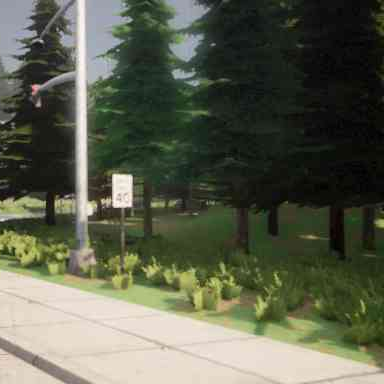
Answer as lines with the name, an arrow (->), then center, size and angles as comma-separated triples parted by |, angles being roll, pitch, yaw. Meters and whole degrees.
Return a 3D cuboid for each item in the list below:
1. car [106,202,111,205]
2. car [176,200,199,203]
car -> -10.335, 1.908, 45.618 | 1.812, 1.442, 4.674 | -1, 0, 36
car -> -0.293, 1.858, 54.729 | 4.892, 1.490, 1.837 | -1, 0, -27
